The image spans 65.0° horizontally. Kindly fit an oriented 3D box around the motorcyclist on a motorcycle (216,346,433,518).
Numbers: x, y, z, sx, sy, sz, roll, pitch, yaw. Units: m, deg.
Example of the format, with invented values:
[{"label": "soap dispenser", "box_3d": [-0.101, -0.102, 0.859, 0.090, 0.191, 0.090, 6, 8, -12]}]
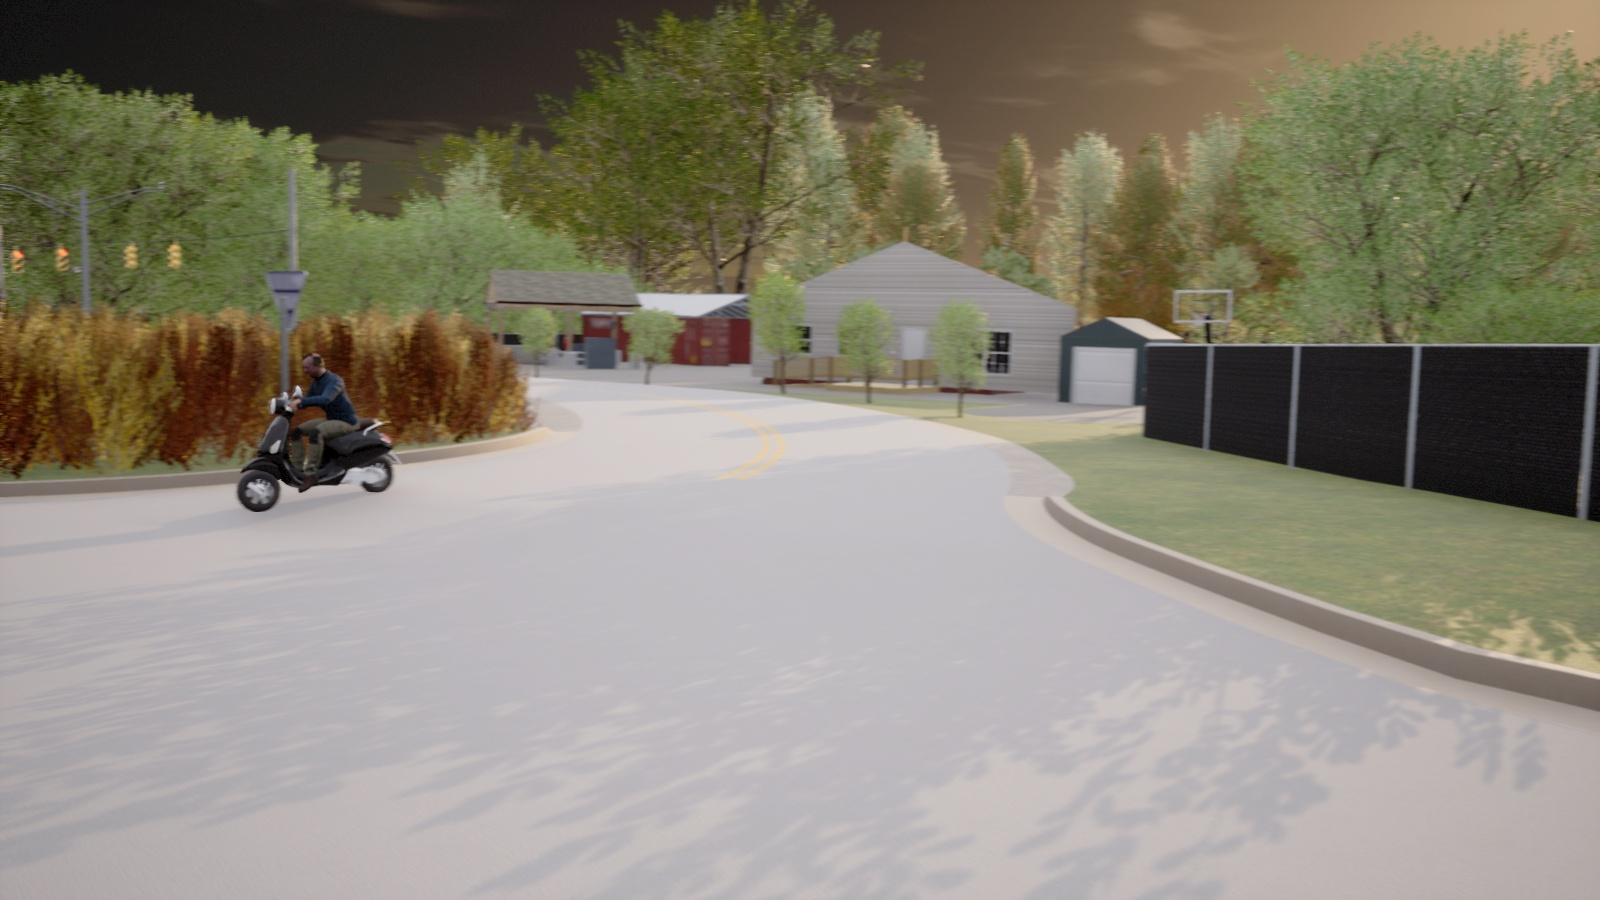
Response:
[{"label": "motorcyclist on a motorcycle", "box_3d": [-4.992, -0.246, 13.293, 0.866, 1.590, 1.817, 4, 10, 43]}]
